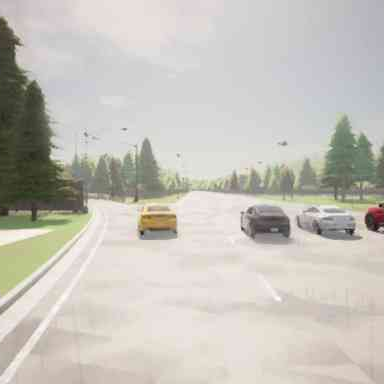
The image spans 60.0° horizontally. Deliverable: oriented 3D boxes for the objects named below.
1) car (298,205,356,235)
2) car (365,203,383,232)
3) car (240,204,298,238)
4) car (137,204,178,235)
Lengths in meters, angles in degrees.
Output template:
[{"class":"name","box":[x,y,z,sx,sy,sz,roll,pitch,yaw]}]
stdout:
[{"class":"car","box":[7.133,1.418,18.036,1.812,1.442,4.674,0,0,0]},{"class":"car","box":[10.641,1.122,16.064,2.150,2.045,5.566,0,0,0]},{"class":"car","box":[3.644,1.406,17.083,1.837,1.490,4.892,0,0,0]},{"class":"car","box":[-1.993,1.376,18.432,1.882,1.535,5.008,0,0,-11]}]
